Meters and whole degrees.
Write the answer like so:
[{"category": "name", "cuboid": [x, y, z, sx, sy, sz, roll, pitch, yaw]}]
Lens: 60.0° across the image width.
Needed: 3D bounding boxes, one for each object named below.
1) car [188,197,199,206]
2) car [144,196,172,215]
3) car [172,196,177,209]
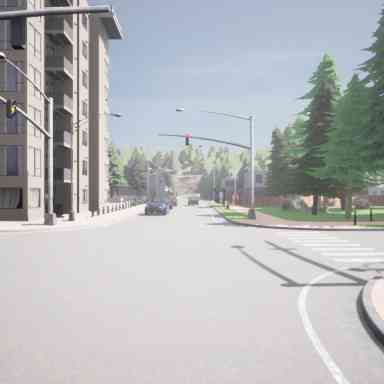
[{"category": "car", "cuboid": [0.225, 1.547, 55.778, 2.033, 1.411, 5.357, 0, 0, 0]}, {"category": "car", "cuboid": [-3.455, 1.352, 33.300, 2.097, 1.767, 4.553, 0, 0, 0]}, {"category": "car", "cuboid": [-3.413, 1.491, 42.518, 2.128, 1.511, 4.902, 0, 0, 1]}]
